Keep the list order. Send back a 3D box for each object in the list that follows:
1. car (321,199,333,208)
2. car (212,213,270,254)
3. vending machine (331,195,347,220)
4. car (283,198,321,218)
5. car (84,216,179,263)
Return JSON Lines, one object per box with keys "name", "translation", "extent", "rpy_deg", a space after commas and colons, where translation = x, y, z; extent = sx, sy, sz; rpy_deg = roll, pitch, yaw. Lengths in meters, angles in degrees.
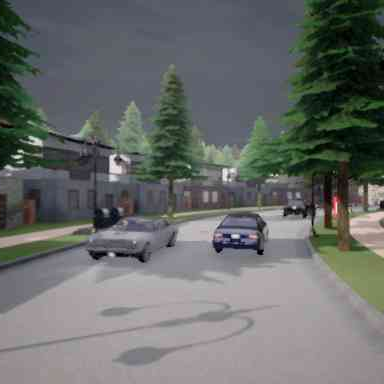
{"name": "car", "translation": [19.467, 1.658, 47.033], "extent": [4.674, 1.442, 1.812], "rpy_deg": [0, 0, -40]}
{"name": "car", "translation": [2.149, 1.565, 13.748], "extent": [2.033, 1.411, 5.357], "rpy_deg": [0, 0, 15]}
{"name": "vending machine", "translation": [12.444, 1.279, 28.174], "extent": [1.100, 2.100, 0.880], "rpy_deg": [0, 0, 32]}
{"name": "car", "translation": [10.175, 1.423, 31.120], "extent": [2.097, 1.767, 4.553], "rpy_deg": [0, 0, 33]}
{"name": "car", "translation": [-1.955, 1.593, 12.198], "extent": [1.895, 1.301, 4.718], "rpy_deg": [0, 0, 13]}
